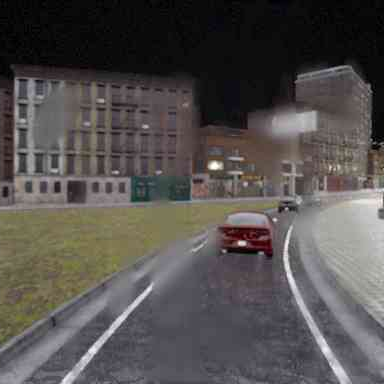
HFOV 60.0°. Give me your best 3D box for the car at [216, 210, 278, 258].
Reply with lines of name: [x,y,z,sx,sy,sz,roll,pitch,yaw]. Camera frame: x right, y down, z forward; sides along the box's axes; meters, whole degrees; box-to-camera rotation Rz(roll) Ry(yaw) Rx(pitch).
car: [2.186,1.419,12.690,1.882,1.535,5.008,1,1,15]

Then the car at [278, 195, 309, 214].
car: [9.264,1.136,30.740,1.837,1.490,4.892,1,2,28]

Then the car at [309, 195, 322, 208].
car: [13.314,0.976,37.800,1.994,1.385,4.181,1,2,35]
